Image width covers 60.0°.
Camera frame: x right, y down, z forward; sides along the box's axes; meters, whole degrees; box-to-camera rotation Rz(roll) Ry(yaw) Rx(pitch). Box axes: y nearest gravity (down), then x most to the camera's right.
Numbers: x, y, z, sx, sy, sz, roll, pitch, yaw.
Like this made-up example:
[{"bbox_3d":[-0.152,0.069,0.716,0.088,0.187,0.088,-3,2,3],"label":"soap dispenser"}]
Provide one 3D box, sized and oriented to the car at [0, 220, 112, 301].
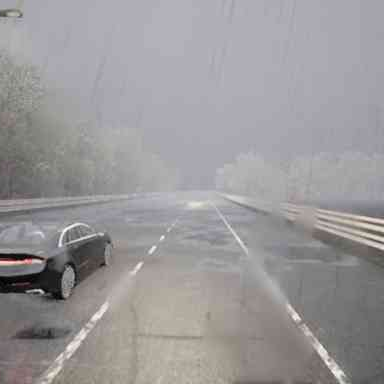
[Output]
[{"bbox_3d":[-3.363,1.434,8.145,2.128,1.511,4.902,0,0,2],"label":"car"}]
